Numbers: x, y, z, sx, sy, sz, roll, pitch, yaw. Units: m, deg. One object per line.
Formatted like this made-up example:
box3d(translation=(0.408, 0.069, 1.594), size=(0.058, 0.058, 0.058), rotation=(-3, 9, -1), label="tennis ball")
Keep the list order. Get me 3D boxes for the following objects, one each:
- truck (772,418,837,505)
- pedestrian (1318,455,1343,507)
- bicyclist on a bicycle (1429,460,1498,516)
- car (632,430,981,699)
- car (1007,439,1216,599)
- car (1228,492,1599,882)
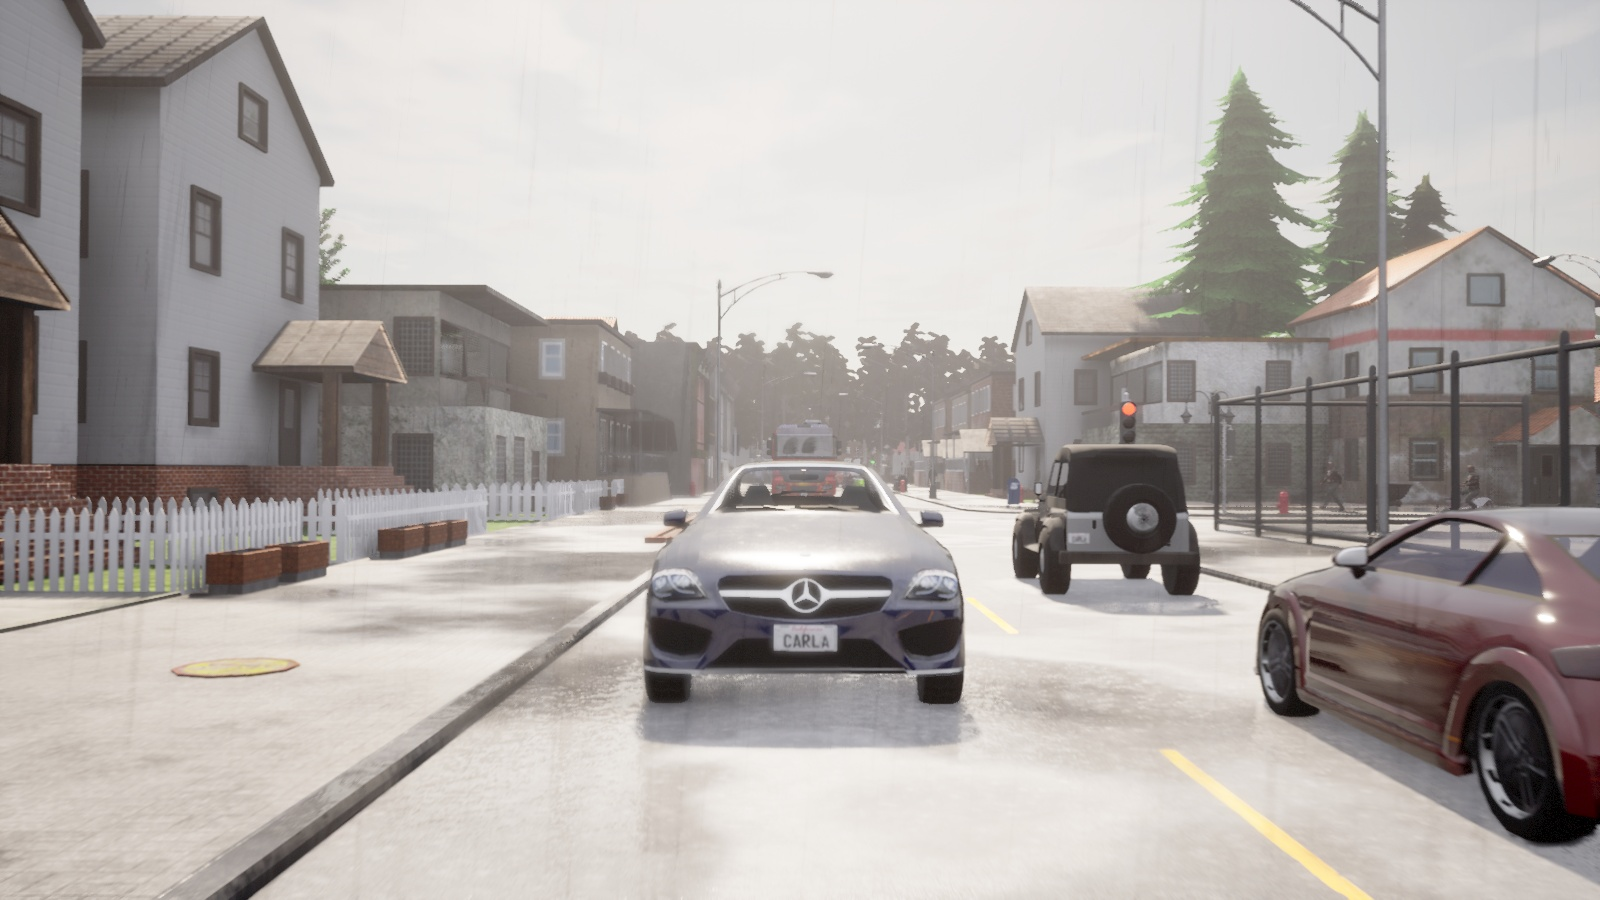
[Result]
box3d(translation=(0.107, 0.552, 59.719), size=(2.891, 3.827, 8.468), rotation=(0, -1, -1), label="truck")
box3d(translation=(19.045, 1.123, 45.107), size=(0.720, 1.854, 0.376), rotation=(0, -1, -6), label="pedestrian")
box3d(translation=(21.338, 1.209, 40.419), size=(1.843, 1.776, 0.659), rotation=(0, -1, 0), label="bicyclist on a bicycle")
box3d(translation=(0.031, 0.747, 10.273), size=(2.152, 1.651, 5.027), rotation=(0, -1, 0), label="car")
box3d(translation=(4.002, 0.846, 16.783), size=(1.905, 1.878, 3.866), rotation=(0, -1, 1), label="car")
box3d(translation=(4.006, 0.963, 6.816), size=(1.994, 1.385, 4.181), rotation=(0, -1, 1), label="car")
